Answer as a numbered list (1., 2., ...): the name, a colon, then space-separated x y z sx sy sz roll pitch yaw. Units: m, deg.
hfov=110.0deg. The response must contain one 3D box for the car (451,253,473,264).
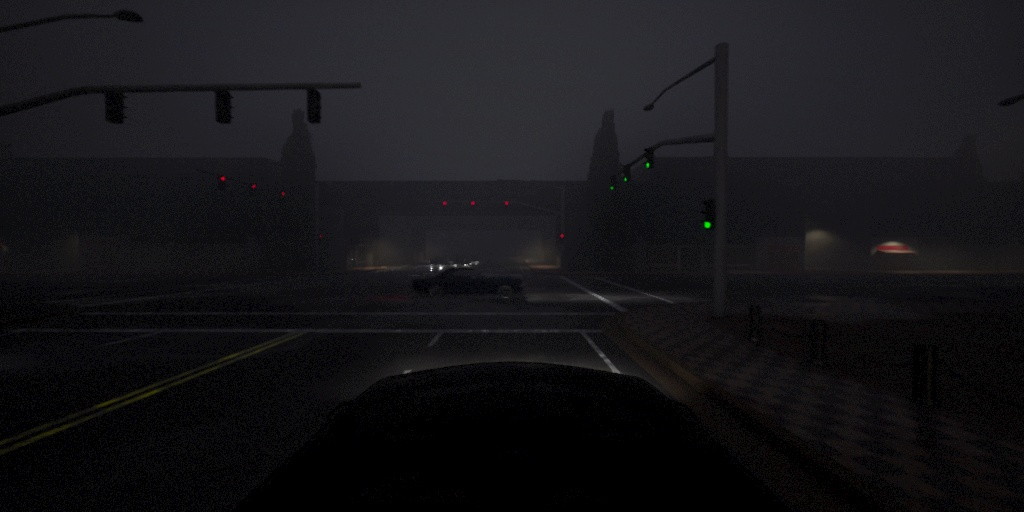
1. car: -7.625 0.487 55.186 1.882 1.535 5.008 0 1 1

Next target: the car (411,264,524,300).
1. car: -1.819 1.157 15.722 4.718 1.301 1.895 0 1 -1

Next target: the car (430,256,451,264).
1. car: -11.122 0.615 54.800 1.895 1.301 4.718 0 1 1
